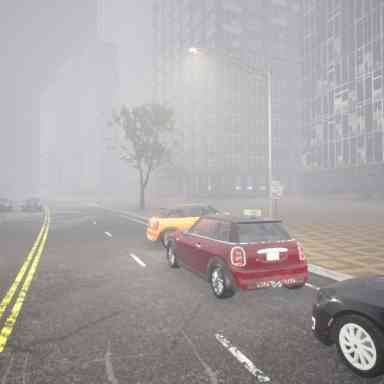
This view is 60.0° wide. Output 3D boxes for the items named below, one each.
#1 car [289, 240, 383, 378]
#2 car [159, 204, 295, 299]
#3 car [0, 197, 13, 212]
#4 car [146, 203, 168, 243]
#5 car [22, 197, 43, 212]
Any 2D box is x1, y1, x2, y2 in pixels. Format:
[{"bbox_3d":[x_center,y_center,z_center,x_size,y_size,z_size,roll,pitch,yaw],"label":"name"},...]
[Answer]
[{"bbox_3d":[3.614,1.505,3.383,1.837,1.490,4.892,0,0,-36],"label":"car"},{"bbox_3d":[0.874,1.355,8.851,2.097,1.767,4.553,0,0,-22],"label":"car"},{"bbox_3d":[-21.832,1.390,38.052,2.097,1.767,4.553,0,0,-24],"label":"car"},{"bbox_3d":[0.363,1.276,14.453,4.553,1.767,2.097,-3,1,-18],"label":"car"},{"bbox_3d":[-18.864,1.393,39.376,2.097,1.767,4.553,0,0,-24],"label":"car"}]
